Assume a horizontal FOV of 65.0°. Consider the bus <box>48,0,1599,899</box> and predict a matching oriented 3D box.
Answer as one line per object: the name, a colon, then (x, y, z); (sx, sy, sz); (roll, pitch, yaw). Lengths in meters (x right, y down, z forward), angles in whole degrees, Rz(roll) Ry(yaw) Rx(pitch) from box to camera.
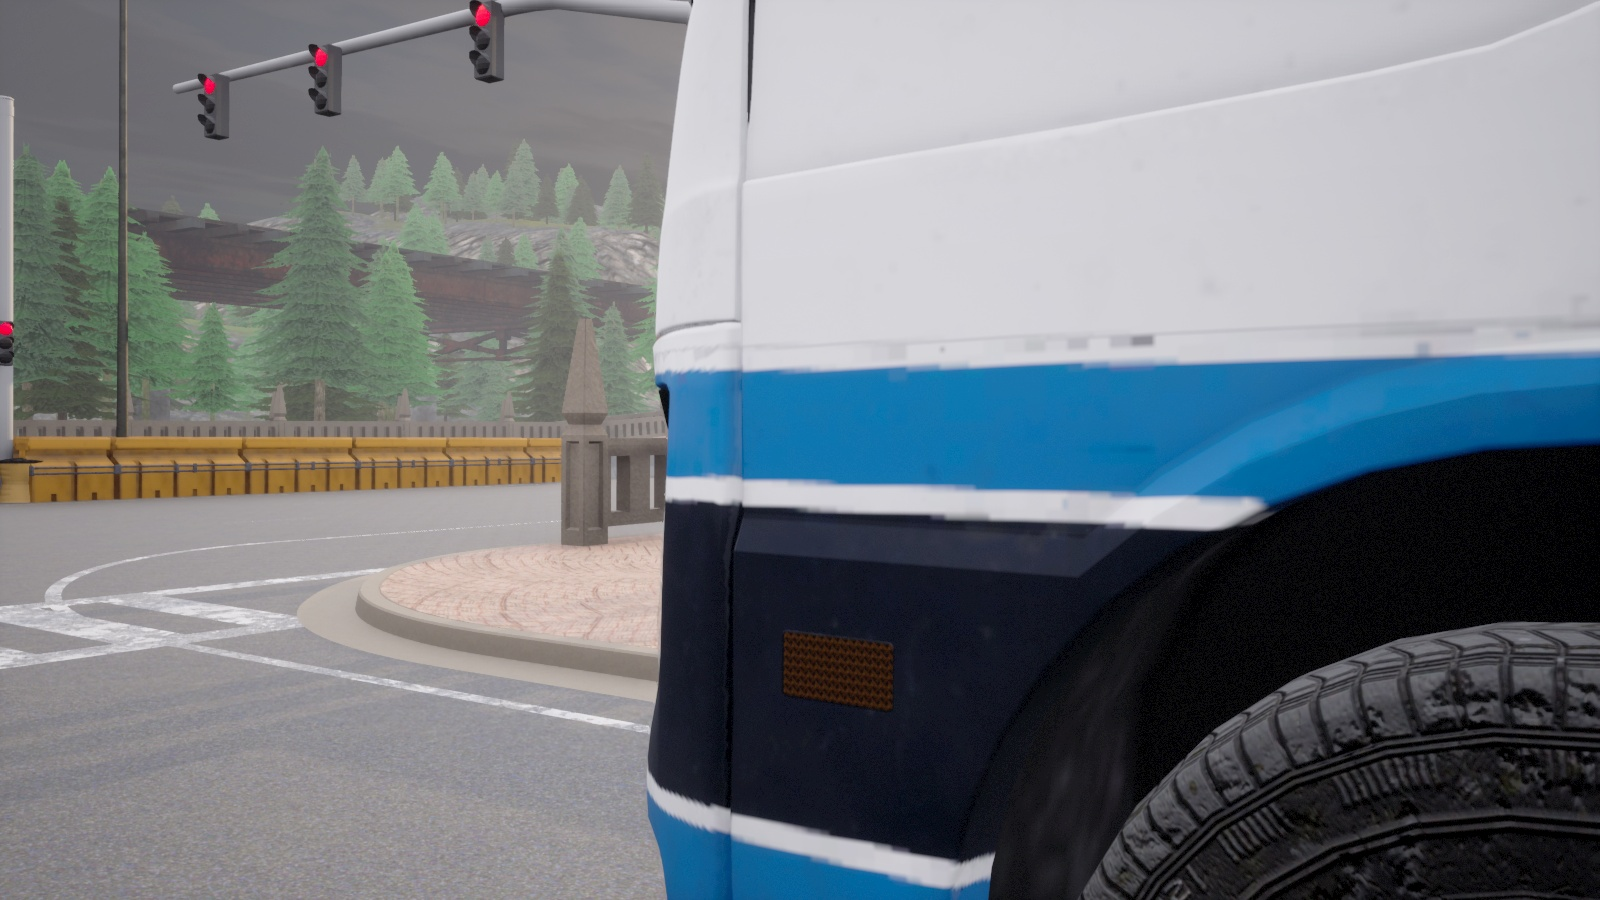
bus: (4.149, -0.694, 0.839); (10.273, 4.253, 3.944); (0, 1, 34)
